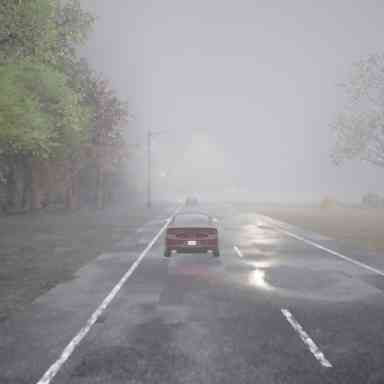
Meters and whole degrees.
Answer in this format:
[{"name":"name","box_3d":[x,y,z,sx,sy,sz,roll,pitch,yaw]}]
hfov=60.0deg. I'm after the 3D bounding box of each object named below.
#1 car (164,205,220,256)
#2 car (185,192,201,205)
[{"name":"car","box_3d":[-0.001,1.481,13.109,1.882,1.535,5.008,0,0,0]},{"name":"car","box_3d":[0.003,1.343,54.473,2.097,1.767,4.553,0,0,0]}]
